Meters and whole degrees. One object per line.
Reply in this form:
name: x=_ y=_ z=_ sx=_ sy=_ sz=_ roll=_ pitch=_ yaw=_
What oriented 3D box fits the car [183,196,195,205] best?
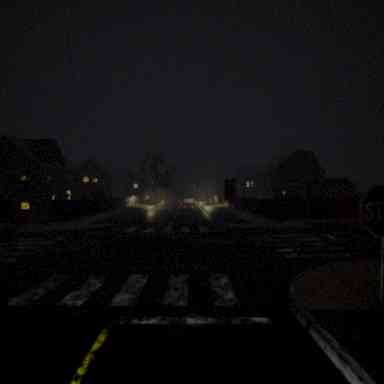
car: x=-0.568 y=1.509 z=57.460 sx=1.812 sy=1.442 sz=4.674 roll=0 pitch=0 yaw=-1

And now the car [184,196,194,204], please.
car: x=-0.732 y=1.513 z=67.488 sx=1.882 sy=1.535 sz=5.008 roll=0 pitch=0 yaw=-2
